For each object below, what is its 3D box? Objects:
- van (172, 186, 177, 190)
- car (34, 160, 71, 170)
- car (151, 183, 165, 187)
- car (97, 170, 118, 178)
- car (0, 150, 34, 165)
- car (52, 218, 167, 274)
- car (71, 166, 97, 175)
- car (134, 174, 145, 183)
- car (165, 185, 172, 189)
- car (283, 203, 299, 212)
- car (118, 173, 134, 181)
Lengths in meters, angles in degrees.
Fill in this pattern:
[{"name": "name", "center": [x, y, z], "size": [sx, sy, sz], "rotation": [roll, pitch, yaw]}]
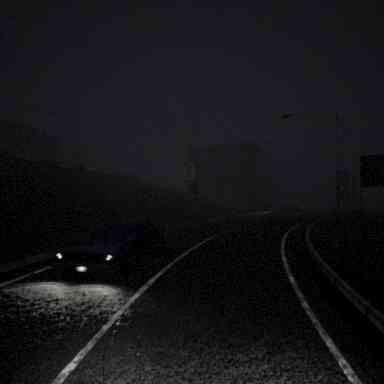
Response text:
[{"name": "van", "center": [-5.691, -0.661, 81.992], "size": [1.878, 1.987, 4.442], "rotation": [0, -4, 11]}, {"name": "car", "center": [-17.058, -2.936, 39.132], "size": [2.163, 1.488, 4.792], "rotation": [-1, -3, 20]}, {"name": "car", "center": [-7.916, -1.167, 71.009], "size": [2.002, 1.452, 4.674], "rotation": [0, -4, 13]}, {"name": "car", "center": [-13.596, -2.459, 49.500], "size": [2.231, 1.521, 4.892], "rotation": [-1, -3, 18]}, {"name": "car", "center": [-19.030, -3.353, 33.768], "size": [2.185, 1.767, 4.553], "rotation": [-1, -3, 22]}, {"name": "car", "center": [-2.280, 1.570, 10.976], "size": [2.033, 1.411, 5.357], "rotation": [0, 0, 11]}, {"name": "car", "center": [-15.256, -2.672, 44.343], "size": [2.002, 1.452, 4.674], "rotation": [-1, -3, 19]}, {"name": "car", "center": [-10.492, -2.126, 60.306], "size": [2.435, 2.045, 5.566], "rotation": [0, -3, 15]}, {"name": "car", "center": [-6.777, -0.797, 76.421], "size": [2.002, 1.452, 4.674], "rotation": [0, -4, 12]}, {"name": "car", "center": [15.288, 2.382, 51.357], "size": [1.812, 1.442, 4.674], "rotation": [-1, -2, 27]}, {"name": "car", "center": [-11.991, -2.304, 54.902], "size": [2.185, 1.767, 4.553], "rotation": [-1, -3, 16]}]
